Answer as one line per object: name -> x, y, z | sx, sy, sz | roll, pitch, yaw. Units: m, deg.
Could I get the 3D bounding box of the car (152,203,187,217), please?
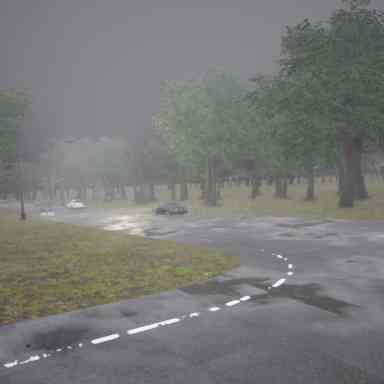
car -> -2.665, 2.061, 38.912 | 2.033, 1.411, 5.357 | -4, 1, -36

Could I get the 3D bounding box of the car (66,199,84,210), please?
car -> -24.144, 2.602, 68.487 | 2.150, 2.045, 5.566 | -4, 1, -36

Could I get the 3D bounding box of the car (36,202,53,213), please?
car -> -28.038, 3.194, 63.930 | 2.128, 1.511, 4.902 | -4, 1, -30
